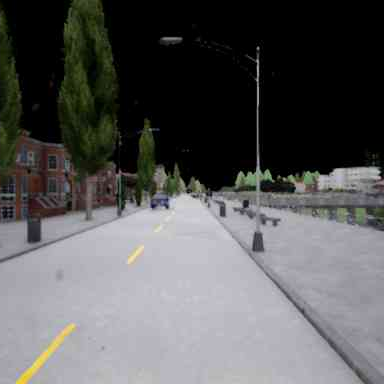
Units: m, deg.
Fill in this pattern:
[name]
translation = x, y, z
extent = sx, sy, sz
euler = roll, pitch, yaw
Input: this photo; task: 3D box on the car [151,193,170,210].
[car]
translation = -4.104, 1.207, 43.803
extent = 2.150, 2.045, 5.566
euler = 0, 0, 0
